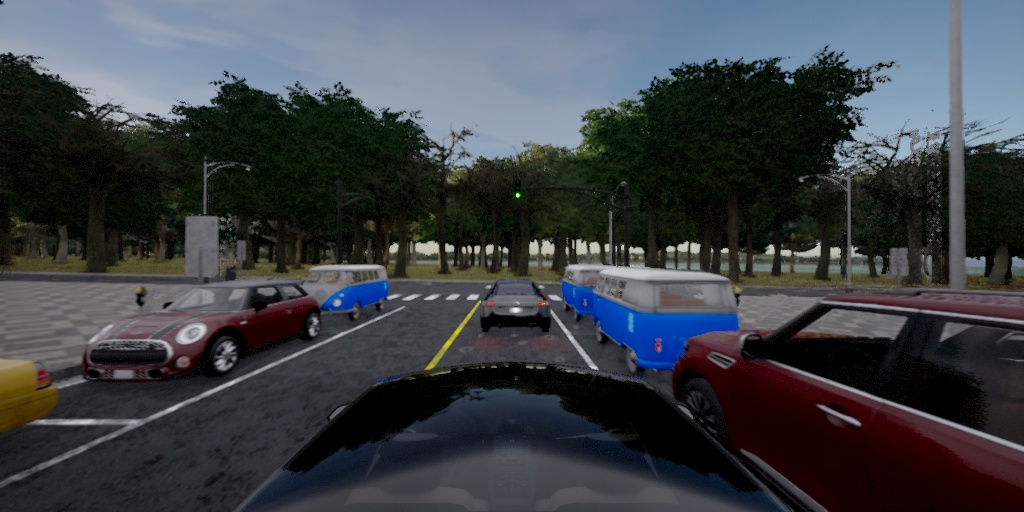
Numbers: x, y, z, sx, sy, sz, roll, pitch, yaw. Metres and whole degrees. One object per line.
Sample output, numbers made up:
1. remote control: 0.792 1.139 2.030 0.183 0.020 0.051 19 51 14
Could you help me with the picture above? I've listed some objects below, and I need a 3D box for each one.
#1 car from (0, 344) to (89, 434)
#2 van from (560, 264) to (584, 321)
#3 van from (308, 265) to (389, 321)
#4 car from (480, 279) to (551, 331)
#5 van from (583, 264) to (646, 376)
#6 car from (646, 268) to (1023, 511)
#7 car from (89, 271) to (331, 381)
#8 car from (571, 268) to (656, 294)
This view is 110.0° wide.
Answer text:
1. car: -5.763 1.277 1.705 1.751 1.417 4.829 0 0 0
2. van: 2.762 1.208 12.749 1.690 1.789 3.998 0 0 0
3. van: -5.763 1.208 12.749 1.690 1.789 3.998 0 0 0
4. car: 0.099 1.416 11.403 1.994 1.385 4.181 0 -1 0
5. van: 2.762 1.150 7.312 1.690 1.789 3.998 0 0 0
6. car: 2.762 1.066 1.875 2.192 1.841 5.009 0 0 0
7. car: -5.763 1.249 7.312 1.967 1.591 4.097 0 0 0
8. car: 6.533 1.614 23.203 4.902 1.511 2.128 2 -2 -18
